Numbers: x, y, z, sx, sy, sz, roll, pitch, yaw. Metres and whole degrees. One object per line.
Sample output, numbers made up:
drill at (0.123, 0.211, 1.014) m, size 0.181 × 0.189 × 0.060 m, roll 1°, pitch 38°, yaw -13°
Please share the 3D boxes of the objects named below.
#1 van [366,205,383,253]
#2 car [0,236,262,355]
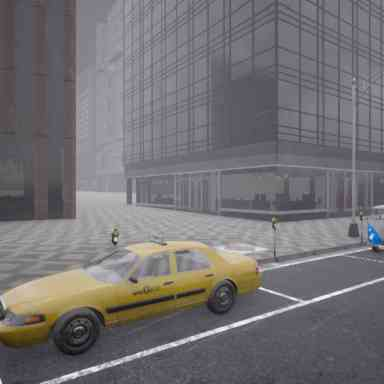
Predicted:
van at (8.151, 1.342, 12.446) m, size 3.998 × 1.788 × 1.690 m, roll 0°, pitch 0°, yaw -35°
car at (-0.849, 1.525, 6.042) m, size 4.829 × 1.417 × 1.752 m, roll 0°, pitch 0°, yaw -35°
